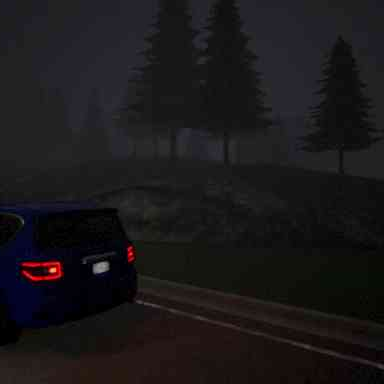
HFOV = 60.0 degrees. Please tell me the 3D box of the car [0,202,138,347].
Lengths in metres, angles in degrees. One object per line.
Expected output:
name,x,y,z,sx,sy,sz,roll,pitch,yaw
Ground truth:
car,-3.537,1.212,6.515,5.566,2.045,2.150,0,0,36
